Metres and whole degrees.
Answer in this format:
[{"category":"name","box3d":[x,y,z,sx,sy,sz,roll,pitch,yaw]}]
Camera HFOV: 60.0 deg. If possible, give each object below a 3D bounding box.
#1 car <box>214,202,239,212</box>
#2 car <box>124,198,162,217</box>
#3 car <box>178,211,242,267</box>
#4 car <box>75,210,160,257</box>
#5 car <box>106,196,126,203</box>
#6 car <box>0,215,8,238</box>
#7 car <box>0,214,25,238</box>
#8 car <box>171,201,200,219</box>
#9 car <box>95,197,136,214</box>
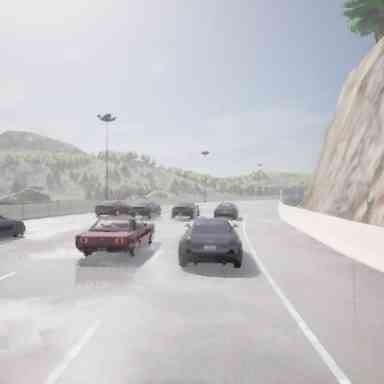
[{"category":"car","box3d":[3.098,1.615,29.623,1.994,1.385,4.181,0,0,11]},{"category":"car","box3d":[-4.037,1.541,29.616,1.837,1.490,4.892,0,0,10]},{"category":"car","box3d":[0.672,1.583,11.594,1.994,1.385,4.181,0,0,4]},{"category":"car","box3d":[-2.739,1.615,13.071,1.895,1.301,4.718,0,0,5]},{"category":"car","box3d":[-16.737,1.672,73.341,1.895,1.301,4.718,0,0,21]},{"category":"car","box3d":[-6.623,1.490,7.296,2.128,1.511,4.902,0,0,3]},{"category":"car","box3d":[-9.554,1.567,15.204,1.994,1.385,4.181,0,0,5]},{"category":"car","box3d":[-0.504,1.549,29.454,1.837,1.490,4.892,0,0,10]},{"category":"car","box3d":[-7.293,1.510,31.210,1.882,1.535,5.008,0,0,11]}]
